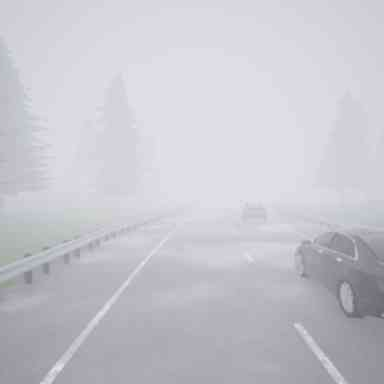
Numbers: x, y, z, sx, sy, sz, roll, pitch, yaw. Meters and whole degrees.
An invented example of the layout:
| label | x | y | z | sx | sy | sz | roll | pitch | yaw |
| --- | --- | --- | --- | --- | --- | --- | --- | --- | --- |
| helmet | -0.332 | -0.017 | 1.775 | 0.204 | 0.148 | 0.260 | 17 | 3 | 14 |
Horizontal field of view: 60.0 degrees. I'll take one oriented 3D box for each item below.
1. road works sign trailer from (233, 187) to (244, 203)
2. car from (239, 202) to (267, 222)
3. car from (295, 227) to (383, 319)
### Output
| label | x | y | z | sx | sy | sz | roll | pitch | yaw |
| --- | --- | --- | --- | --- | --- | --- | --- | --- | --- |
| road works sign trailer | 11.246 | 0.676 | 79.353 | 2.380 | 3.560 | 2.880 | 0 | 0 | 17 |
| car | 4.954 | 1.565 | 27.005 | 2.128 | 1.511 | 4.902 | 0 | 0 | 6 |
| car | 3.730 | 1.528 | 7.350 | 1.837 | 1.490 | 4.892 | 0 | 0 | 2 |
